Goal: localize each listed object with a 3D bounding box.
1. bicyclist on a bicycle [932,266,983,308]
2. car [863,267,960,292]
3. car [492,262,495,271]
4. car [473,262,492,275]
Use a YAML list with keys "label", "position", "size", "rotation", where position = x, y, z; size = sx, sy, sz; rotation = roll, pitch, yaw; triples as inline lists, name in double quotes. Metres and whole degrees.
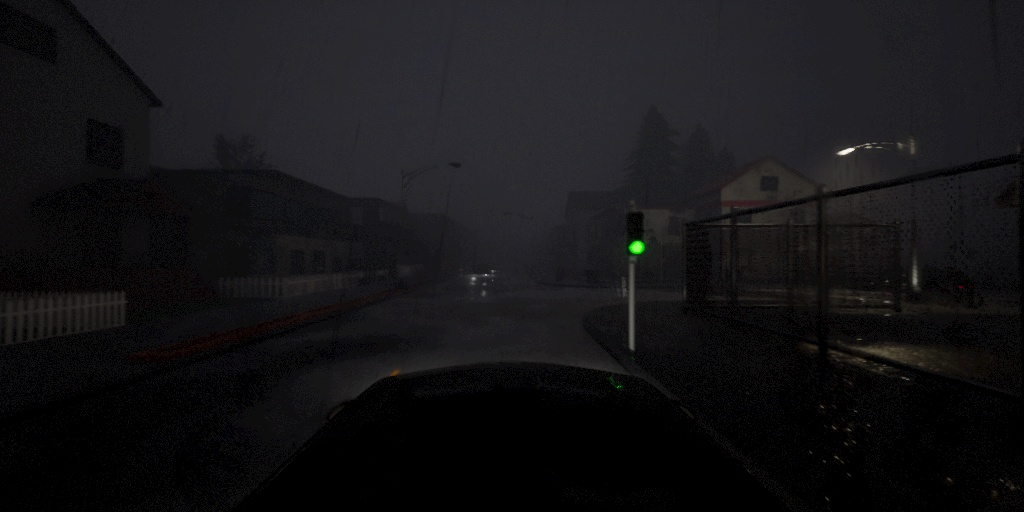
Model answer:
- label: "bicyclist on a bicycle"
  position: [17.742, 1.216, 14.325]
  size: [0.582, 1.620, 1.656]
  rotation: [0, 0, 0]
- label: "car"
  position: [25.129, 1.448, 22.600]
  size: [4.892, 1.490, 1.837]
  rotation: [0, -1, 0]
- label: "car"
  position: [-4.017, 1.847, 64.199]
  size: [1.812, 1.442, 4.674]
  rotation: [0, -1, 0]
- label: "car"
  position: [-4.063, 1.683, 48.068]
  size: [1.837, 1.490, 4.892]
  rotation: [0, -1, 0]
